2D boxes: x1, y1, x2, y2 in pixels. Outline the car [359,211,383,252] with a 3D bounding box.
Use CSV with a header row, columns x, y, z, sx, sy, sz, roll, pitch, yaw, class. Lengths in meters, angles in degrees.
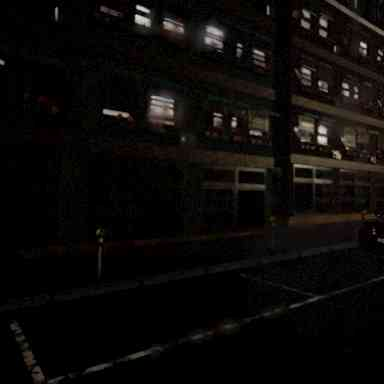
x,y,z,sx,sy,sz,roll,pitch,yaw,class
8.345,1.283,12.483,5.009,1.841,2.192,0,1,-35,car
